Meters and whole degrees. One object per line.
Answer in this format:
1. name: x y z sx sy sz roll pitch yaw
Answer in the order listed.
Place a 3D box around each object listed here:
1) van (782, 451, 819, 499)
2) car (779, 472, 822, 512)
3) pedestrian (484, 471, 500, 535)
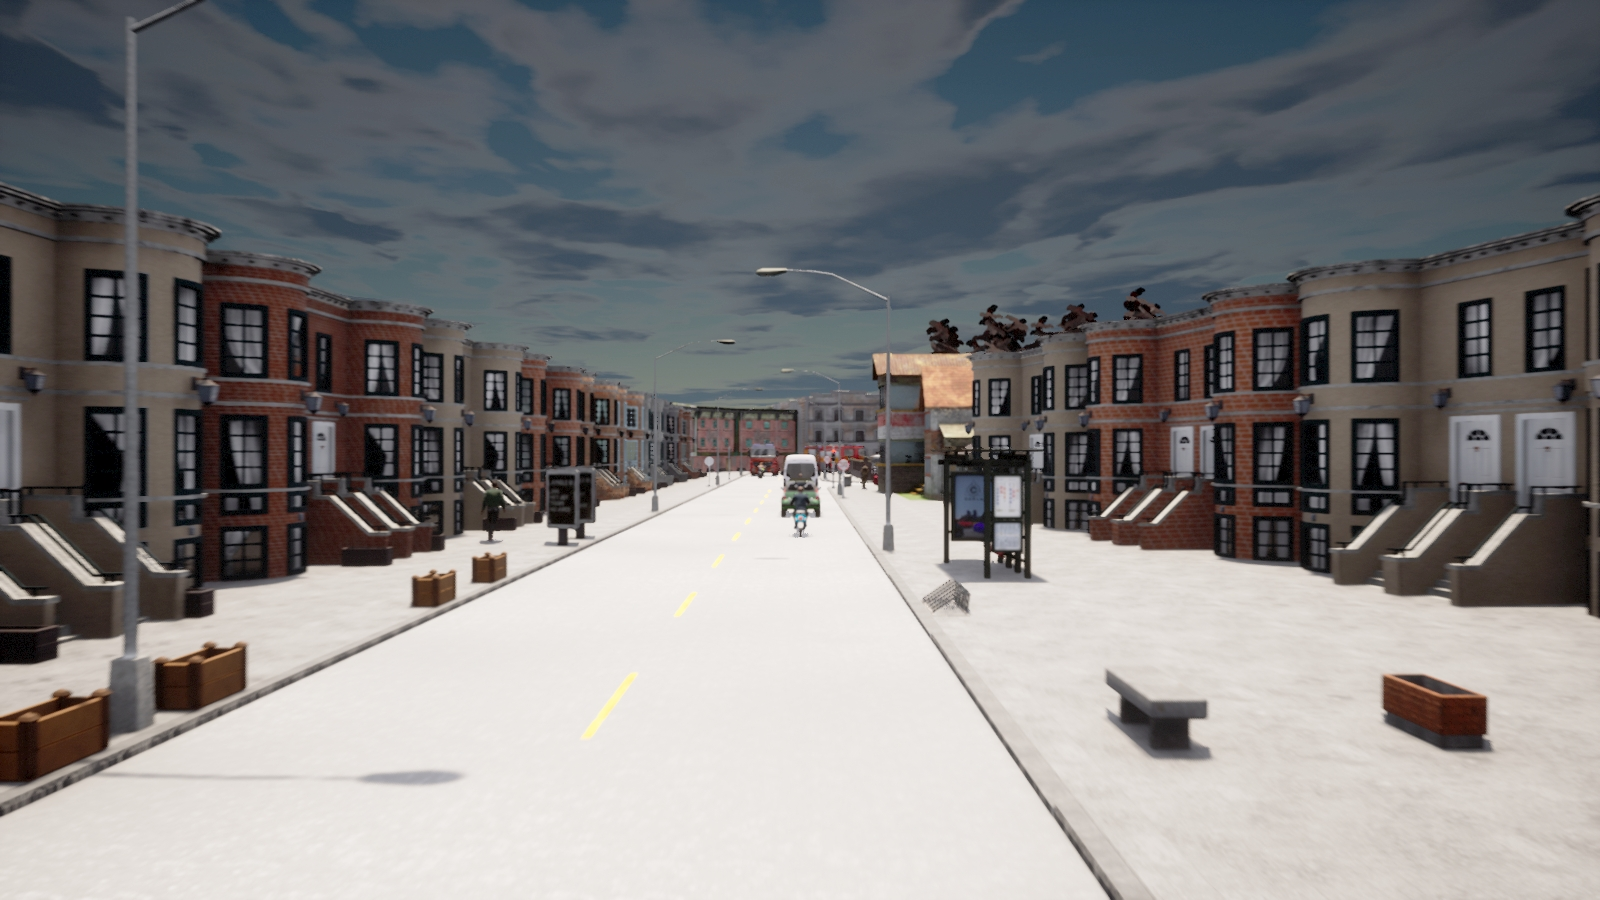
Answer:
1. van: 0.037 1.358 65.000 1.988 2.561 5.915 0 0 0
2. car: 0.029 1.813 50.456 1.851 1.617 3.988 0 0 0
3. pedestrian: -9.054 1.547 33.615 0.375 1.860 0.375 0 0 -4
